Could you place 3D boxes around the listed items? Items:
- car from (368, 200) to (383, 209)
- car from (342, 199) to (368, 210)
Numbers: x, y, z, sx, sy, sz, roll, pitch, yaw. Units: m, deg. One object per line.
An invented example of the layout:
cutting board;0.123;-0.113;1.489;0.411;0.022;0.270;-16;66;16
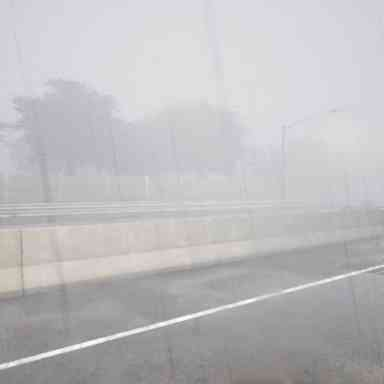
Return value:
car;22.148;1.568;36.756;5.357;1.411;2.033;0;0;-35
car;20.102;1.567;39.594;5.357;1.411;2.033;0;0;-35
